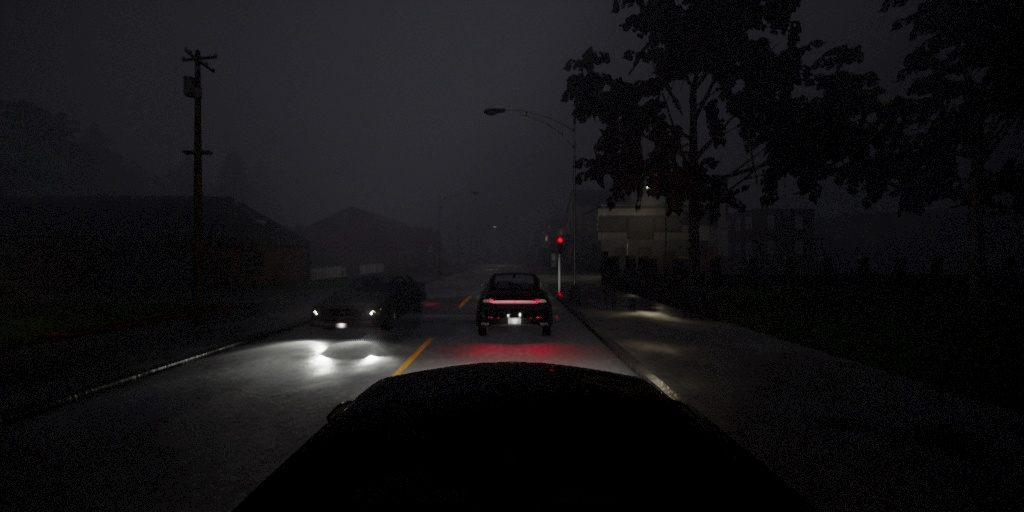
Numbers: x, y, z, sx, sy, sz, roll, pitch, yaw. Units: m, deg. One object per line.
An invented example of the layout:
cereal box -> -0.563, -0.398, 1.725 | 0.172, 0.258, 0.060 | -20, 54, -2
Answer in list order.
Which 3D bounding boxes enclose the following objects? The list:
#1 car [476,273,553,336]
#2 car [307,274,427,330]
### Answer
car -> 0.060, 1.228, 10.375 | 2.128, 1.511, 4.902 | 0, 0, 0
car -> -4.103, 1.283, 11.294 | 2.033, 1.411, 5.357 | 0, 0, 0
